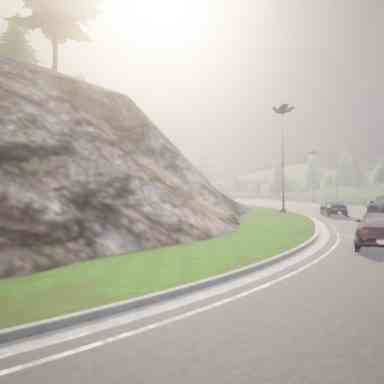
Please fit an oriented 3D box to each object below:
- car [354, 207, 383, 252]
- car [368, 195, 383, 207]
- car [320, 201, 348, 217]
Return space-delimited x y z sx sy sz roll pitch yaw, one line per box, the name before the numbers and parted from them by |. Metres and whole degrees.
car | 7.720 1.563 13.535 1.812 1.442 4.674 0 0 30
car | 16.413 1.289 27.680 2.150 2.045 5.566 0 0 14
car | 13.761 1.624 32.397 1.837 1.490 4.892 0 0 11
